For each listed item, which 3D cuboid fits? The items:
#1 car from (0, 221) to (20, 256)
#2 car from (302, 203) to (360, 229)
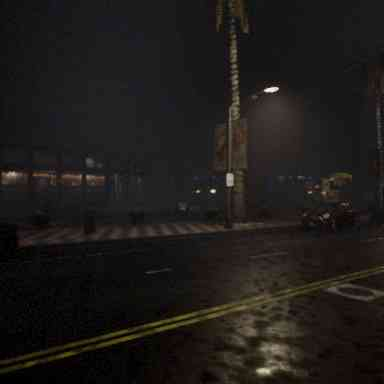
[{"bbox_3d":[-8.169,1.506,10.559,4.786,1.482,2.161,1,0,-36],"label":"car"},{"bbox_3d":[9.729,1.559,23.235,4.553,1.767,2.185,1,0,-36],"label":"car"}]
